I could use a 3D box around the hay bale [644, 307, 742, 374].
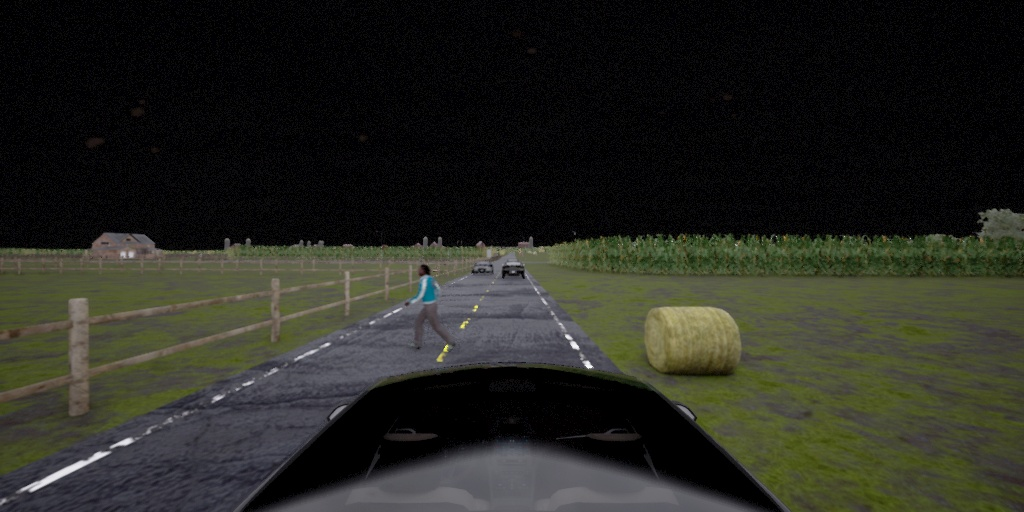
[{"bbox_3d":[3.128,1.390,6.372,1.220,1.180,1.240,0,0,0],"label":"hay bale"}]

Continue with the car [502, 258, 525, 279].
[{"bbox_3d":[0.112,1.115,31.549,1.882,1.535,5.008,0,0,0],"label":"car"}]

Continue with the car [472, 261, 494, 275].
[{"bbox_3d":[-2.826,1.181,35.794,1.994,1.385,4.181,0,0,0],"label":"car"}]

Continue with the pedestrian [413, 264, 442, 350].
[{"bbox_3d":[-1.739,1.026,7.399,0.375,1.860,0.375,-1,1,-1],"label":"pedestrian"}]
